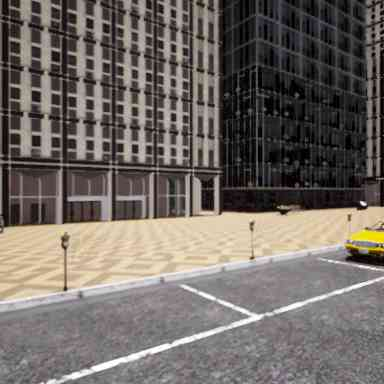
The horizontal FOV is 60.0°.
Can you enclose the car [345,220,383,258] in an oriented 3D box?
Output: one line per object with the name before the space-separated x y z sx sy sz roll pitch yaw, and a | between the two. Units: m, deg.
car | 7.304 1.511 11.781 4.829 1.417 1.752 0 0 -36
